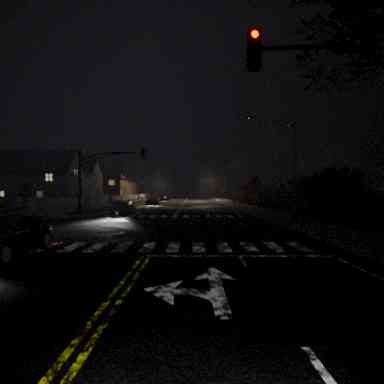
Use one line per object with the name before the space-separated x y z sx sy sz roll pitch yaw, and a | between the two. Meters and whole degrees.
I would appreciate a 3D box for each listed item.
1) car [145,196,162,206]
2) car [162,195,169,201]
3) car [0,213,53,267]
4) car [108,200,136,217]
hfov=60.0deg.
car | -6.391 1.531 53.654 1.994 1.385 4.181 0 1 0
car | -6.343 1.428 76.535 2.033 1.411 5.357 0 0 0
car | -6.474 1.535 11.454 1.837 1.490 4.892 0 0 0
car | -6.439 1.514 30.963 2.128 1.511 4.902 0 1 0
